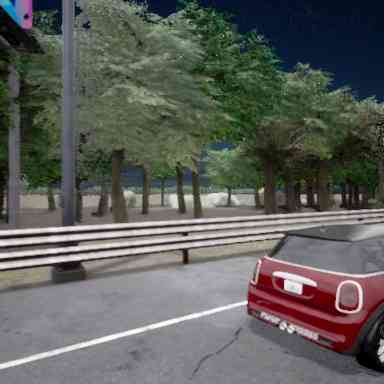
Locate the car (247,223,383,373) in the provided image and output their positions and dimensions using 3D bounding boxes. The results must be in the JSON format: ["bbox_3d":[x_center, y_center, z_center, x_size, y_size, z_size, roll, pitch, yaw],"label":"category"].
[{"bbox_3d":[3.167,1.352,5.886,4.553,1.767,2.097,0,0,-35],"label":"car"}]
